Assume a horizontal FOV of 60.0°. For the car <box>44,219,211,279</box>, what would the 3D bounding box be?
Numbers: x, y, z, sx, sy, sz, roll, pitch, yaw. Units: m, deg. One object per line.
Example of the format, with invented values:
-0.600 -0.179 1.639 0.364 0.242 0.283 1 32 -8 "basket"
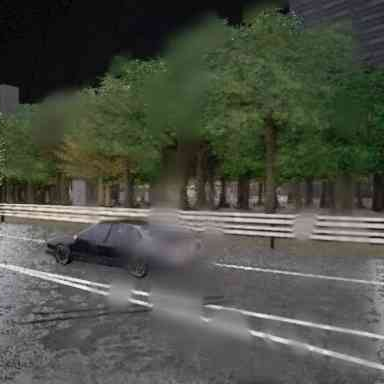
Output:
-2.107 1.556 10.086 5.357 1.411 2.033 0 0 31 "car"
